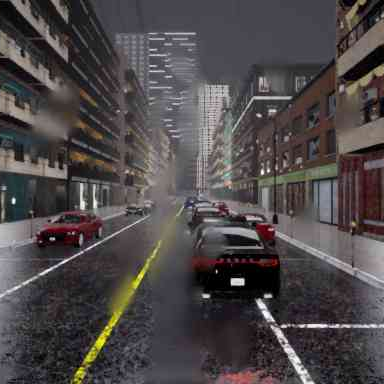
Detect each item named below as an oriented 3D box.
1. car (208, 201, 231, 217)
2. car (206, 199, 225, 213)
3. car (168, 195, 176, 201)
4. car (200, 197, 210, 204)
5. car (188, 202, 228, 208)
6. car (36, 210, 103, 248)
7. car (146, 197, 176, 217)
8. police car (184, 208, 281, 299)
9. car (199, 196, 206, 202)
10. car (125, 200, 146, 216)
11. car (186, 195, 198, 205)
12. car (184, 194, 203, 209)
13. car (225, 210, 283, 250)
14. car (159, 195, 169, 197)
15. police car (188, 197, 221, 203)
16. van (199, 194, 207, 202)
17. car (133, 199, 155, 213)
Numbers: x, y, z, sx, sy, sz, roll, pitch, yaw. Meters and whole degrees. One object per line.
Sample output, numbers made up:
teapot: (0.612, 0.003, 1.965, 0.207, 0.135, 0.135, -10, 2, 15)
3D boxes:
car: (2.590, 1.599, 31.967, 1.802, 1.307, 4.206, 1, 0, 0)
car: (2.593, 1.567, 37.657, 1.887, 1.381, 4.507, 1, 0, 0)
car: (-5.260, 1.652, 88.858, 1.887, 1.381, 4.507, 0, 0, 0)
car: (2.608, 1.641, 66.104, 1.802, 1.307, 4.206, 0, 0, 0)
car: (0.835, 1.512, 18.511, 1.837, 1.490, 4.892, 0, 0, 0)
car: (-5.299, 1.550, 14.890, 1.887, 1.381, 4.507, 1, 0, 0)
car: (-2.733, 1.508, 31.313, 2.128, 1.511, 4.902, 0, 0, 0)
police car: (0.830, 1.428, 8.620, 1.930, 1.638, 5.238, 0, 0, 0)
car: (2.618, 1.620, 83.344, 1.752, 1.417, 4.829, 0, 0, 0)
car: (-5.290, 1.568, 31.960, 2.008, 1.369, 4.403, 1, 0, 0)
car: (0.033, 1.400, 59.536, 2.097, 1.767, 4.553, 0, 0, 0)
car: (0.039, 1.382, 46.097, 2.097, 1.767, 4.553, 0, 0, 0)
car: (2.580, 1.587, 14.897, 1.802, 1.307, 4.206, 1, 0, 0)
car: (-5.278, 1.586, 54.720, 1.887, 1.381, 4.507, 1, 0, 0)
police car: (0.839, 1.437, 24.621, 1.930, 1.638, 5.238, 0, 0, 0)
van: (2.616, 1.424, 77.484, 1.690, 1.788, 3.998, 0, 0, 0)
car: (-5.287, 1.547, 37.480, 1.752, 1.417, 4.829, 1, 0, 0)
